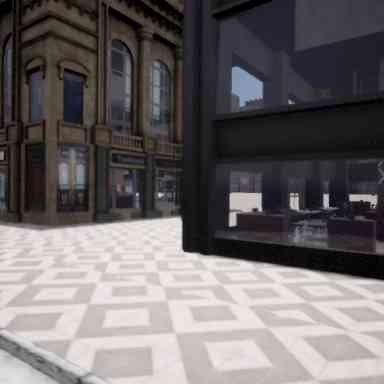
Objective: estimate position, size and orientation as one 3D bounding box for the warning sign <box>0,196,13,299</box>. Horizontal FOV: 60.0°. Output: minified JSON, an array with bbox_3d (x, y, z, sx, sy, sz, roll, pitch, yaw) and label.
[{"bbox_3d":[-4.184,1.016,6.054,1.060,1.860,1.300,1,1,35],"label":"warning sign"}]
